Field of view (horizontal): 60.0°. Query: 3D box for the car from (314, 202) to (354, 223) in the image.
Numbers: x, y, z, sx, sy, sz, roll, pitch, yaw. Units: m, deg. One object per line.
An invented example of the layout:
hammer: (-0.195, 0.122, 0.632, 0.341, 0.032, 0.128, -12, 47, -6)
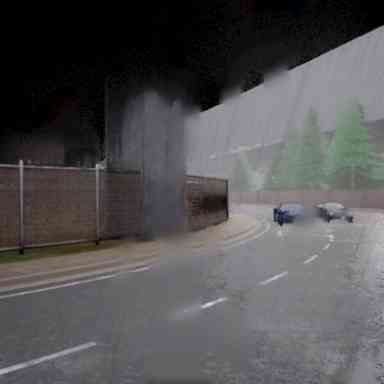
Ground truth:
car: (10.629, 1.500, 25.348, 1.812, 1.442, 4.674, 0, 0, 4)

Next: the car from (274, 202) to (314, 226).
car: (6.889, 1.483, 23.350, 1.882, 1.535, 5.008, 0, 0, 8)
